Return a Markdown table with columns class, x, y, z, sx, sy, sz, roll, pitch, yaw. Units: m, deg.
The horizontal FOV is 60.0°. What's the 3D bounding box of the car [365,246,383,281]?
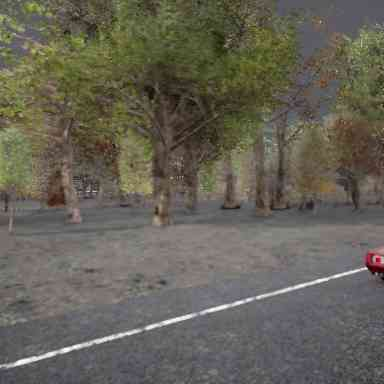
| class | x | y | z | sx | sy | sz | roll | pitch | yaw |
| --- | --- | --- | --- | --- | --- | --- | --- | --- | --- |
| car | 6.444 | 1.572 | 8.401 | 4.718 | 1.301 | 1.895 | 0 | 0 | -36 |
